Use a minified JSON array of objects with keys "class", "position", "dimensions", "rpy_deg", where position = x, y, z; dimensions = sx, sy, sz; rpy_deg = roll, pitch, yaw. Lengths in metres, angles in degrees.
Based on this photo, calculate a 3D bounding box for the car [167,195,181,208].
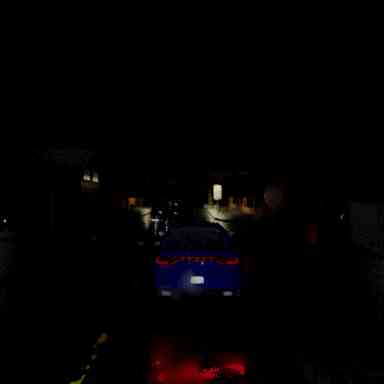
[{"class":"car","position":[-2.859,1.490,55.034],"dimensions":[2.150,2.045,5.566],"rpy_deg":[0,0,-1]}]

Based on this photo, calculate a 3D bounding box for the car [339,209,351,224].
[{"class":"car","position":[12.277,1.401,21.863],"dimensions":[4.902,1.511,2.128],"rpy_deg":[-1,-2,1]}]

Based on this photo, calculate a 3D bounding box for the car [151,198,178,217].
[{"class":"car","position":[-2.810,1.579,32.075],"dimensions":[2.128,1.511,4.902],"rpy_deg":[0,0,0]}]

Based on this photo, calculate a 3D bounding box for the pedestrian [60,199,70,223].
[{"class":"pedestrian","position":[-9.641,1.439,25.094],"dimensions":[0.375,1.860,0.375],"rpy_deg":[0,-1,1]}]

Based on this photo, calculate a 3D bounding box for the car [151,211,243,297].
[{"class":"car","position":[0.105,1.487,8.651],"dimensions":[1.882,1.535,5.008],"rpy_deg":[0,0,0]}]

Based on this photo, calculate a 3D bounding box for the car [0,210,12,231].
[{"class":"car","position":[-13.528,1.364,19.273],"dimensions":[5.566,2.045,2.150],"rpy_deg":[-1,-2,1]}]

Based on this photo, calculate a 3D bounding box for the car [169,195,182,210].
[{"class":"car","position":[-2.797,1.515,43.695],"dimensions":[2.097,1.767,4.553],"rpy_deg":[0,0,0]}]
